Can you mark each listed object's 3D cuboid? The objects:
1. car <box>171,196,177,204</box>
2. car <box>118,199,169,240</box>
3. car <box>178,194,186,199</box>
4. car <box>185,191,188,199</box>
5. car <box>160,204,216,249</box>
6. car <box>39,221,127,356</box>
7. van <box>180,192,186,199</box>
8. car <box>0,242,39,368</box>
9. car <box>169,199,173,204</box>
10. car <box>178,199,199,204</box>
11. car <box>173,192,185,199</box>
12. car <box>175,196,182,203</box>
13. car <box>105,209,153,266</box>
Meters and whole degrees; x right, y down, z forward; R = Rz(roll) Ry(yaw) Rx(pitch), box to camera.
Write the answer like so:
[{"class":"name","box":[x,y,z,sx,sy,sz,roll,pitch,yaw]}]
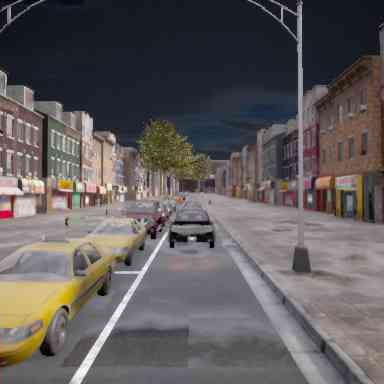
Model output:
[{"class":"car","box":[-2.618,1.432,28.400,1.967,1.590,4.097,1,0,0]},{"class":"car","box":[-2.617,1.319,17.326,2.192,1.841,5.009,1,0,0]},{"class":"car","box":[-2.617,1.211,89.295,1.887,1.381,4.507,2,0,0]},{"class":"car","box":[-2.611,1.052,78.223,2.192,1.841,5.009,2,0,0]},{"class":"car","box":[0.000,1.500,14.653,2.128,1.511,4.902,0,0,0]},{"class":"car","box":[-2.622,1.526,6.085,1.752,1.417,4.829,1,0,0]},{"class":"van","box":[-2.612,0.972,94.829,1.690,1.788,3.998,2,0,0]},{"class":"car","box":[-2.622,1.314,0.723,2.192,1.841,5.009,1,0,0]},{"class":"car","box":[-2.619,1.440,22.863,1.967,1.590,4.097,1,0,0]},{"class":"car","box":[0.000,1.563,29.654,1.994,1.385,4.181,0,0,0]},{"class":"car","box":[-2.750,1.203,60.269,2.097,1.767,4.553,0,0,0]},{"class":"car","box":[-2.620,1.512,39.473,2.008,1.369,4.403,1,0,0]},{"class":"car","box":[-2.622,1.529,11.620,1.752,1.417,4.829,1,0,0]}]
